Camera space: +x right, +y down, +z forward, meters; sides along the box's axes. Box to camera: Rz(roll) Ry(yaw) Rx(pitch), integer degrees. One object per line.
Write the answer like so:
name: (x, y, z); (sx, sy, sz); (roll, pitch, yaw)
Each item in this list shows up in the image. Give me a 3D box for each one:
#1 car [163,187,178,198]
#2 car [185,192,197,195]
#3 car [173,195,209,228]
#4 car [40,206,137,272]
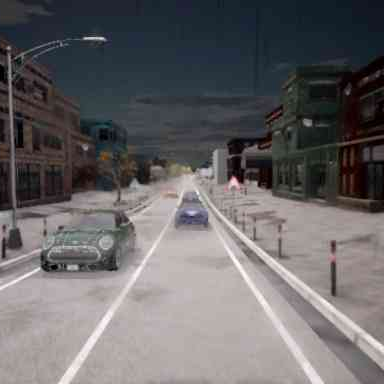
car: (-3.370, 0.026, 52.347); (2.097, 1.767, 4.553); (0, 3, 0)
car: (-0.125, 0.727, 39.555); (2.097, 1.767, 4.553); (0, 3, 0)
car: (-0.023, 1.295, 21.910); (2.097, 1.767, 4.553); (0, 1, 0)
car: (-3.155, 1.396, 11.013); (2.097, 1.767, 4.553); (0, 0, 0)
